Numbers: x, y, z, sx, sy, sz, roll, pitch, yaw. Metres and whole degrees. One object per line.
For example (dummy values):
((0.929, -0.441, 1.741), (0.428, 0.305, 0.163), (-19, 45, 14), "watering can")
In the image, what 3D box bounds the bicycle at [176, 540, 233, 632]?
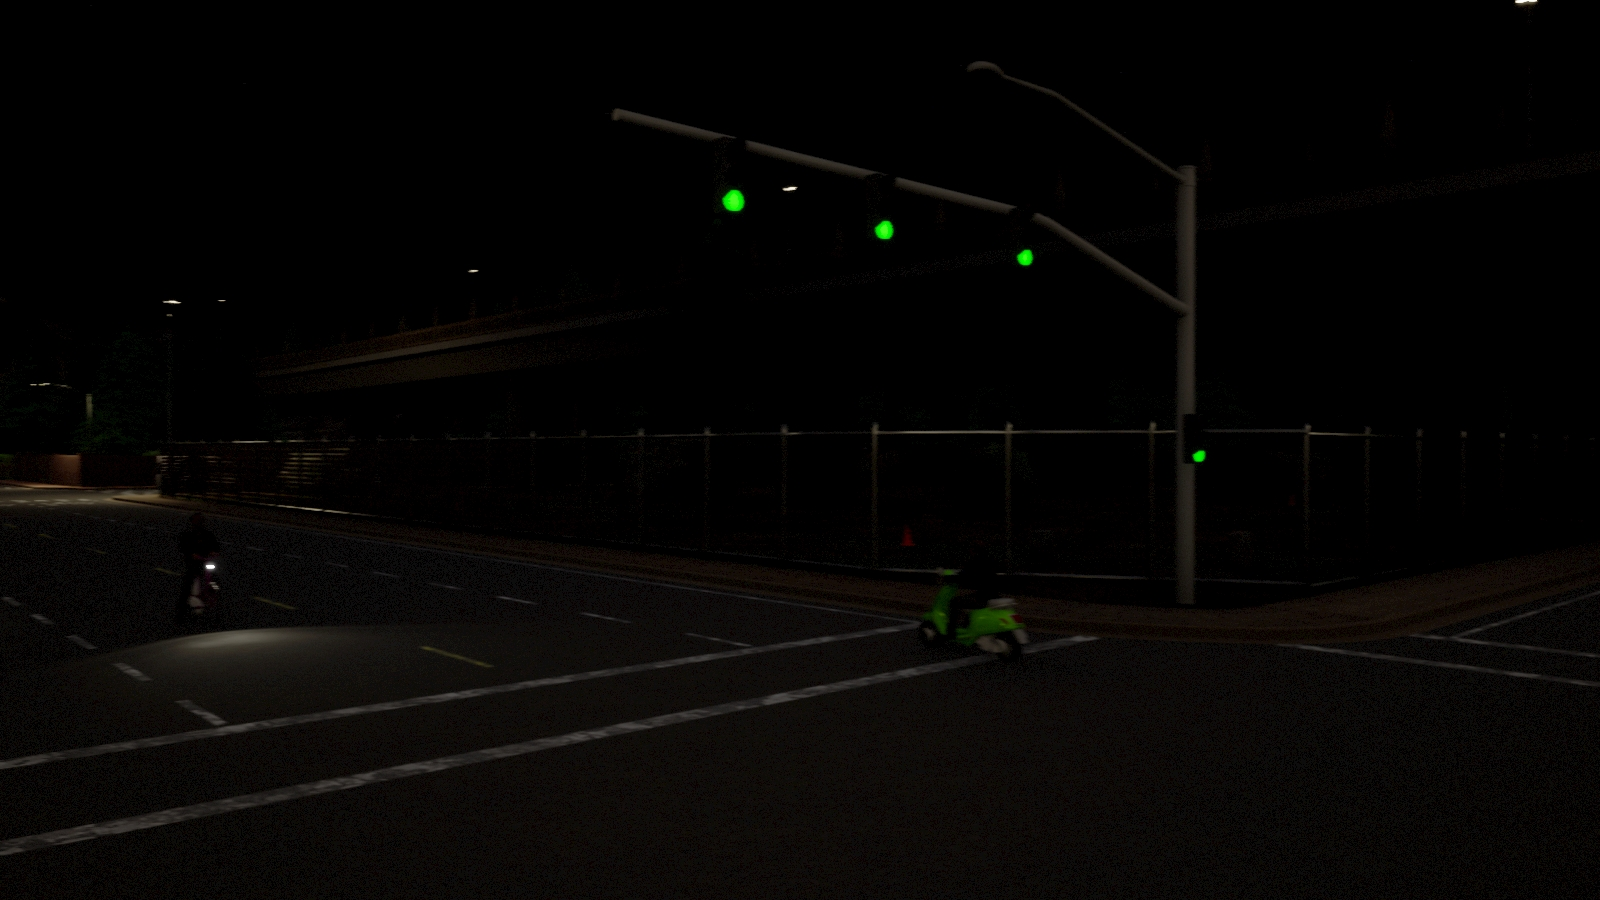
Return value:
((-9.468, 2.127, 18.140), (0.329, 1.271, 1.835), (0, 0, -42), "bicycle")
